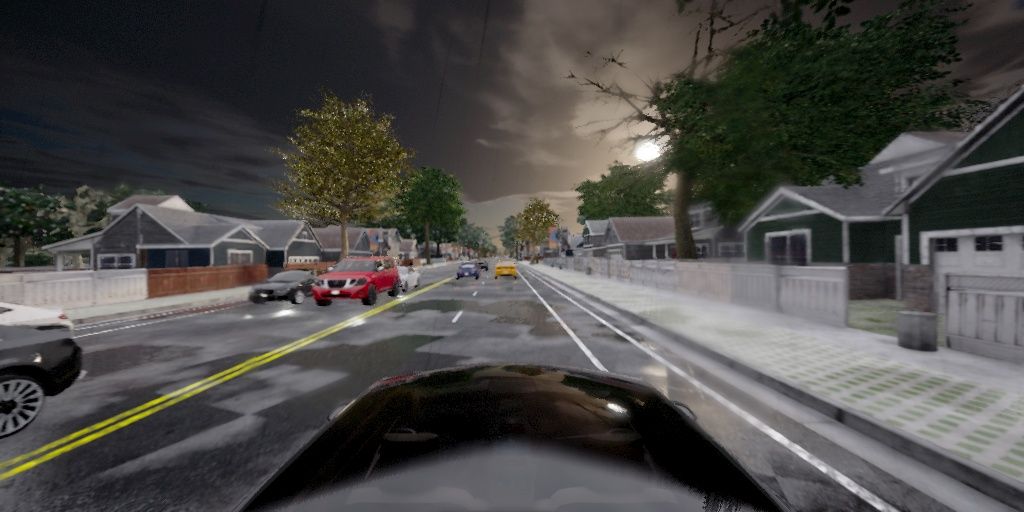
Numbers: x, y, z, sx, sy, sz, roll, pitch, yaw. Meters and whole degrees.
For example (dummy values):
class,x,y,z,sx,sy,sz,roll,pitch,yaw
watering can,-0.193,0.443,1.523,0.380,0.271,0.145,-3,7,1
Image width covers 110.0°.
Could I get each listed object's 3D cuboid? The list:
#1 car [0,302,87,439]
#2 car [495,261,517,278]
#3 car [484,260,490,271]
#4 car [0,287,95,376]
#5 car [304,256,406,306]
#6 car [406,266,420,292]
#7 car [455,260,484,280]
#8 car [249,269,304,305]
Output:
class,x,y,z,sx,sy,sz,roll,pitch,yaw
car,-6.584,1.326,2.659,2.128,1.511,4.902,-1,0,-1
car,-0.584,1.206,33.162,1.882,1.535,5.008,-1,0,-1
car,-4.176,1.262,49.245,1.837,1.490,4.892,-1,0,-1
car,-9.899,1.400,5.417,1.812,1.442,4.674,-1,0,-1
car,-6.888,1.047,16.617,2.150,2.045,5.566,-1,0,-1
car,-6.913,1.350,21.892,1.812,1.442,4.674,-1,0,-1
car,-3.783,1.296,31.774,1.812,1.442,4.674,-1,0,-1
car,-10.139,1.372,17.010,1.837,1.490,4.892,-1,0,-1
